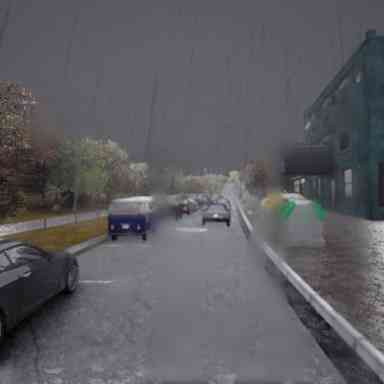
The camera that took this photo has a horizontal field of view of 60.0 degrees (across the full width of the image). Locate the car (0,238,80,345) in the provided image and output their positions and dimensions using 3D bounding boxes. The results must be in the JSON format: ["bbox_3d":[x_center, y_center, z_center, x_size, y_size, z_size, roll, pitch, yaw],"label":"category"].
[{"bbox_3d":[-3.540,1.517,5.722,2.002,1.452,4.674,-1,1,2],"label":"car"}]

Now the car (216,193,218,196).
[{"bbox_3d":[3.736,1.438,71.824,2.097,1.535,5.008,0,0,9],"label":"car"}]

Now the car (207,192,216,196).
[{"bbox_3d":[2.542,1.220,62.012,2.435,2.045,5.566,0,0,8],"label":"car"}]

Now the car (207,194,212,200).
[{"bbox_3d":[1.729,1.503,55.316,2.002,1.452,4.674,0,0,7],"label":"car"}]

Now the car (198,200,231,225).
[{"bbox_3d":[1.801,1.549,24.146,1.994,1.385,4.181,0,0,6],"label":"car"}]

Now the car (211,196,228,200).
[{"bbox_3d":[3.852,1.510,41.669,2.033,1.411,5.357,0,0,7],"label":"car"}]

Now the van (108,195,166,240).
[{"bbox_3d":[-2.780,1.249,16.950,1.878,1.987,4.442,0,1,5],"label":"van"}]

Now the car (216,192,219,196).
[{"bbox_3d":[4.405,1.451,77.331,2.097,1.535,5.008,0,0,9],"label":"car"}]

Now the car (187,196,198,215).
[{"bbox_3d":[-0.948,1.493,33.311,2.163,1.488,4.792,0,1,5],"label":"car"}]

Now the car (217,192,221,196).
[{"bbox_3d":[5.650,1.451,87.508,1.946,1.575,5.366,0,0,9],"label":"car"}]

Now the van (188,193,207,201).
[{"bbox_3d":[0.409,1.249,44.425,1.878,1.987,4.442,0,0,9],"label":"van"}]

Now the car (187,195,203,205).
[{"bbox_3d":[-0.282,1.458,38.782,2.231,1.521,4.892,0,1,5],"label":"car"}]

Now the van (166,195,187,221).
[{"bbox_3d":[-1.732,1.243,26.846,1.878,1.987,4.442,0,1,5],"label":"van"}]
